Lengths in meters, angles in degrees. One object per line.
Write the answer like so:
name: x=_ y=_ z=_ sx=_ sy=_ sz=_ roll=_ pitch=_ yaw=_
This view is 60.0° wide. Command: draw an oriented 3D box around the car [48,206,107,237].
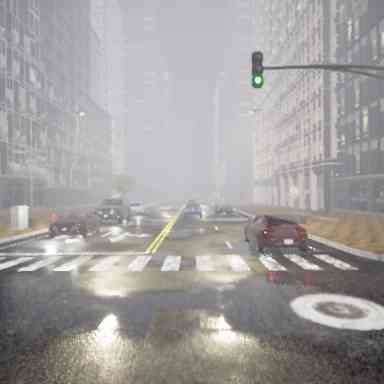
car: x=-6.597 y=1.759 z=19.151 sx=1.994 sy=1.385 sz=4.181 roll=-1 pitch=-1 yaw=0

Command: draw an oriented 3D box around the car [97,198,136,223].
car: x=-6.584 y=1.501 z=28.187 sx=2.150 sy=2.045 sz=5.566 roll=-1 pitch=-1 yaw=0

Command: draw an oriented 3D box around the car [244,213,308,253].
car: x=3.346 y=1.577 z=13.830 sx=1.812 sy=1.442 sz=4.674 roll=-1 pitch=-1 yaw=0

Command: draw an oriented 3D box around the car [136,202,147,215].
car: x=-6.504 y=1.898 z=38.324 sx=1.812 sy=1.442 sz=4.674 roll=-1 pitch=-1 yaw=0

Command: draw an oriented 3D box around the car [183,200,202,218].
car: x=0.097 y=1.817 z=34.084 sx=2.033 sy=1.411 sz=5.357 roll=-1 pitch=-1 yaw=0

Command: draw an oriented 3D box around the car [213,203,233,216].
car: x=3.350 y=1.866 z=36.864 sx=1.895 sy=1.301 sz=4.718 roll=-1 pitch=-1 yaw=0
